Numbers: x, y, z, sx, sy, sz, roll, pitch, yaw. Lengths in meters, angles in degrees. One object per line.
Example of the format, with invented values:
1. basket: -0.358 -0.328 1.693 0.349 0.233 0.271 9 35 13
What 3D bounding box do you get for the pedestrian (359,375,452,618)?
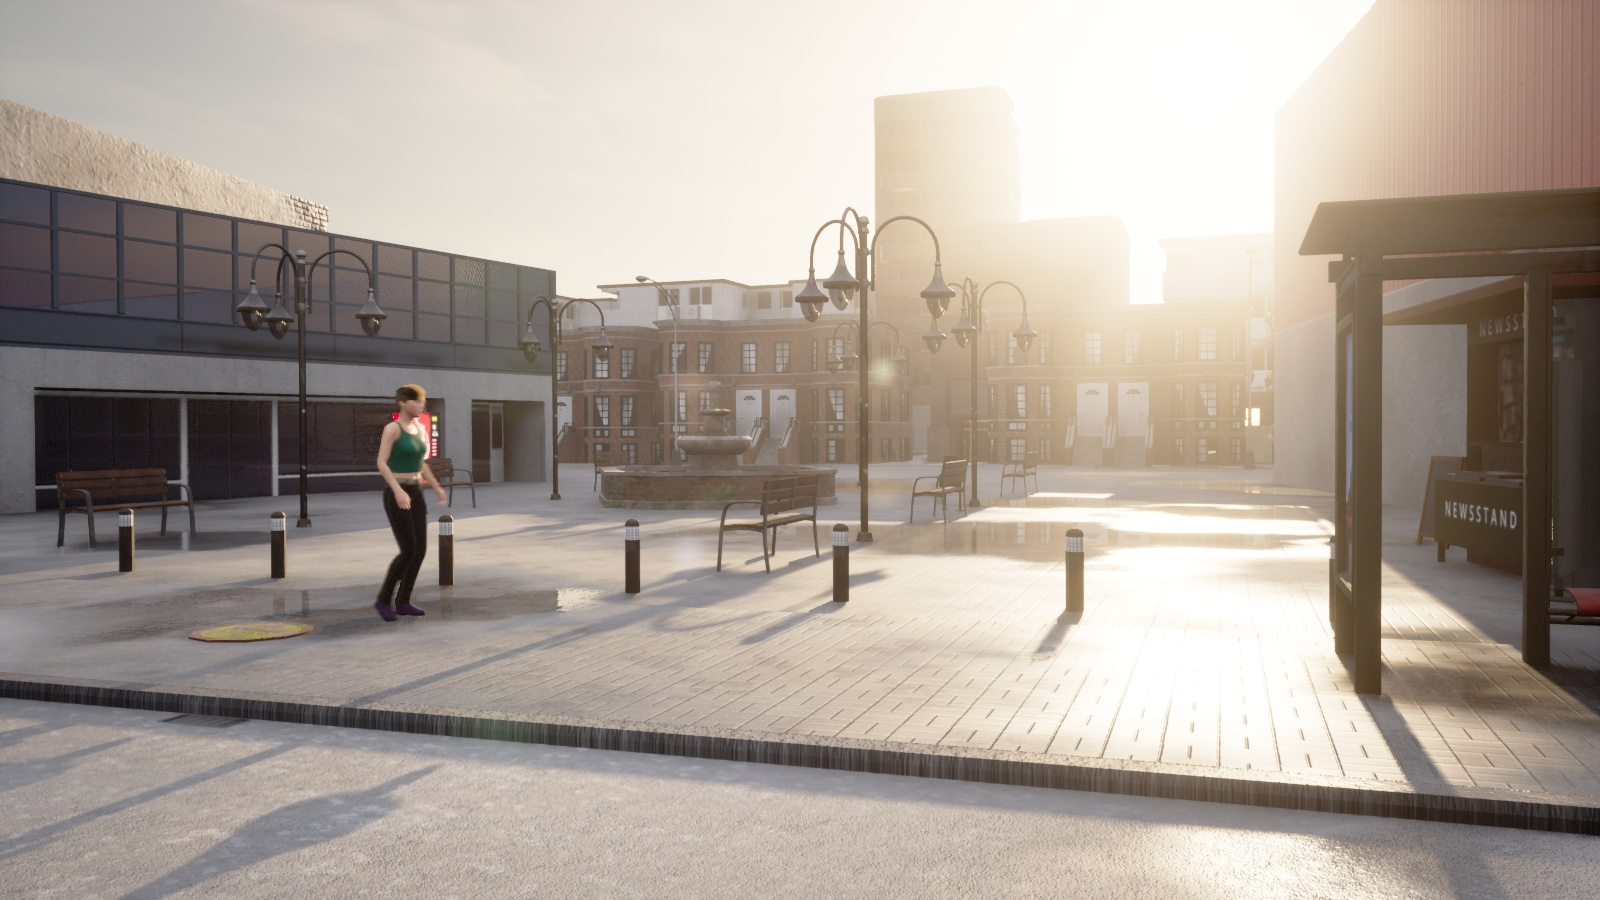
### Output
1. pedestrian: -3.059 0.351 9.746 0.594 1.836 0.345 1 1 21
